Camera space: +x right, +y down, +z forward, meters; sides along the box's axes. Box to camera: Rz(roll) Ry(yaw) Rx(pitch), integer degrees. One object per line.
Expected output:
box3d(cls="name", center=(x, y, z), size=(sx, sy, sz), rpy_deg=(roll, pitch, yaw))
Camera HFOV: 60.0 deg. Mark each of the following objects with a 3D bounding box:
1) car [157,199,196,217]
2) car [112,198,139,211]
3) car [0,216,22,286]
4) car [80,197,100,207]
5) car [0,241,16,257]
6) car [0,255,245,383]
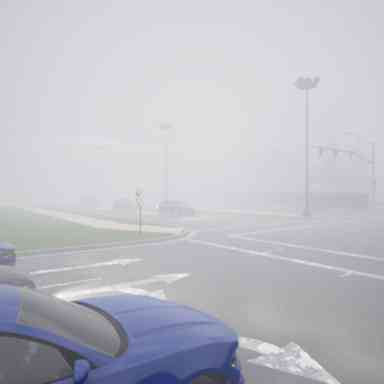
box3d(cls="car", center=(-1.608, 1.498, 31.862), size=(1.837, 1.490, 4.892), rpy_deg=(0, 0, -36))
box3d(cls="car", center=(-8.136, 1.485, 40.741), size=(2.128, 1.511, 4.902), rpy_deg=(0, 0, -36))
box3d(cls="car", center=(-6.791, 1.478, 7.519), size=(5.008, 1.535, 1.882), rpy_deg=(0, 0, -35))
box3d(cls="car", center=(-15.736, 1.485, 51.147), size=(2.128, 1.511, 4.902), rpy_deg=(0, 0, -36))
box3d(cls="car", center=(-4.519, 1.564, 4.840), size=(4.181, 1.385, 1.994), rpy_deg=(0, 0, -35))
box3d(cls="car", center=(-1.797, 1.478, 2.478), size=(5.008, 1.535, 1.882), rpy_deg=(0, 0, -35))
